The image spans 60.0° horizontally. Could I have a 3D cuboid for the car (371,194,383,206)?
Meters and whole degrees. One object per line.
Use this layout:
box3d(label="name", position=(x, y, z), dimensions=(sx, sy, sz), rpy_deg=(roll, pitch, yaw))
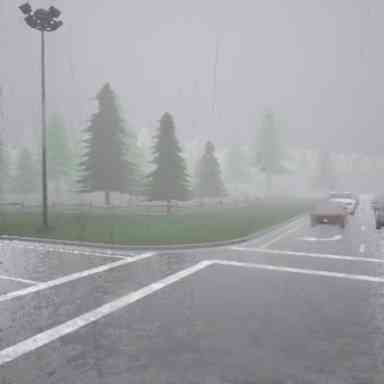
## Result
box3d(label="car", position=(25.068, 1.060, 44.667), dimensions=(1.837, 1.490, 4.892), rpy_deg=(-1, 1, 28))

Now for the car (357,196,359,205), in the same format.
box3d(label="car", position=(17.788, 1.019, 38.379), dimensions=(2.097, 1.767, 4.553), rpy_deg=(-1, 0, 28))

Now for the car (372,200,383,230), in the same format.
box3d(label="car", position=(11.601, 1.361, 19.034), dimensions=(1.994, 1.385, 4.181), rpy_deg=(-1, 0, 28))

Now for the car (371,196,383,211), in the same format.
box3d(label="car", position=(20.362, 1.205, 35.753), dimensions=(1.994, 1.385, 4.181), rpy_deg=(-1, 0, 28))

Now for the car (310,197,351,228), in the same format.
box3d(label="car", position=(8.653, 1.308, 20.891), dimensions=(1.882, 1.535, 5.008), rpy_deg=(-1, 0, 28))

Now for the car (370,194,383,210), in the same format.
box3d(label="car", position=(15.742, 1.201, 26.913), dimensions=(1.882, 1.535, 5.008), rpy_deg=(-1, 0, 28))

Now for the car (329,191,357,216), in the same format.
box3d(label="car", position=(13.254, 0.970, 29.703), dimensions=(2.150, 2.045, 5.566), rpy_deg=(-1, 0, 27))

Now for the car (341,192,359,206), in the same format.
box3d(label="car", position=(22.307, 0.941, 46.916), dimensions=(2.097, 1.767, 4.553), rpy_deg=(-1, 0, 28))
